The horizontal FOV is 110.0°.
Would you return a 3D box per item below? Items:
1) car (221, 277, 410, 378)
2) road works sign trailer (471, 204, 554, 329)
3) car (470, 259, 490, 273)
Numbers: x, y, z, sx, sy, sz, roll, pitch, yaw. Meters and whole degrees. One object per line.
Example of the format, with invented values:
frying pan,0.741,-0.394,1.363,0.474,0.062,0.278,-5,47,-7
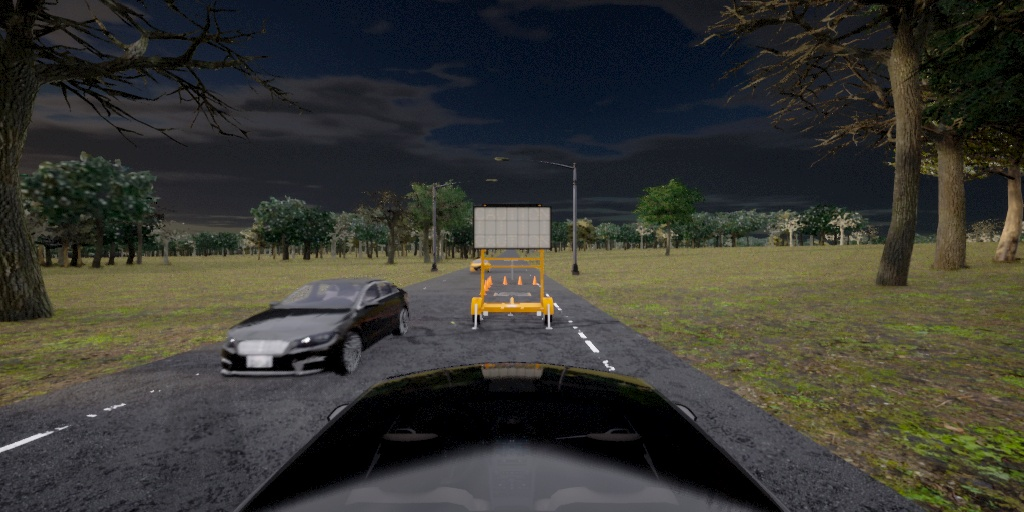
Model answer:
car,-3.591,1.234,7.555,2.128,1.511,4.902,0,0,0
road works sign trailer,0.011,0.197,11.139,2.380,3.560,2.880,0,0,0
car,-3.454,1.068,39.495,1.882,1.535,5.008,0,0,0
